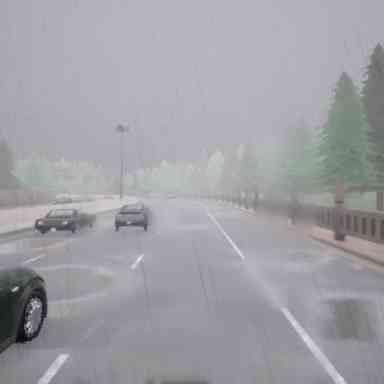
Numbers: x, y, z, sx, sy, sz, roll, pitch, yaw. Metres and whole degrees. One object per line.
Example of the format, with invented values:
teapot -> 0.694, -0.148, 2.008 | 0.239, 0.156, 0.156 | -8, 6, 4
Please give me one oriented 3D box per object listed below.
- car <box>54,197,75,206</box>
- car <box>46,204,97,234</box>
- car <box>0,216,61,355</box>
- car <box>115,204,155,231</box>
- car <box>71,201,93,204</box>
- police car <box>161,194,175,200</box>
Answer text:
car -> -21.088, 1.487, 55.259 | 1.994, 1.385, 4.181 | 0, 0, 0
car -> -6.899, 1.575, 18.775 | 1.895, 1.301, 4.718 | 0, 0, 0
car -> -3.402, 1.347, 3.599 | 2.097, 1.767, 4.553 | 0, 0, 0
car -> -3.399, 1.463, 20.346 | 2.128, 1.511, 4.902 | 0, 0, 0
car -> -17.601, 1.402, 54.450 | 1.882, 1.535, 5.008 | 0, 0, 0
police car -> -6.275, 1.295, 93.767 | 1.930, 1.638, 5.238 | 0, 0, -21
